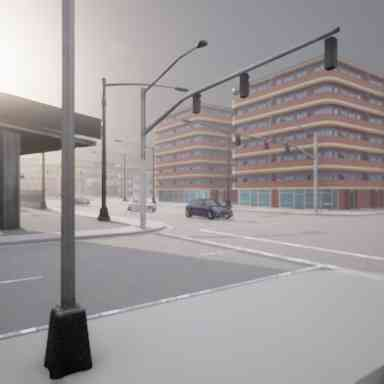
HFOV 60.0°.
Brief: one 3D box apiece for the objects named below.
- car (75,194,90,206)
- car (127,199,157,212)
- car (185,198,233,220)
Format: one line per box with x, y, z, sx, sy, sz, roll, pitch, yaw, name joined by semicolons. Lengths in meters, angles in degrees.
-18.414;1.492;55.188;2.128;1.511;4.902;0;0;-36;car
-5.793;1.526;38.098;1.812;1.442;4.674;0;0;-37;car
1.398;1.352;28.435;2.097;1.767;4.553;0;0;-37;car
